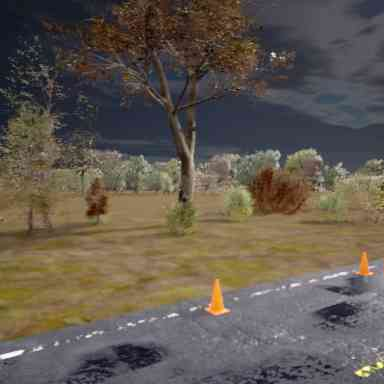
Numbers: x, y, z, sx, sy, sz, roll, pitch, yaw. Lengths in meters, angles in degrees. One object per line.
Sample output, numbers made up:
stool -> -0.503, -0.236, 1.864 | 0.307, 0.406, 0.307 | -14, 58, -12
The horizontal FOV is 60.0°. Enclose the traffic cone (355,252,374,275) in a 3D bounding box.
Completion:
traffic cone -> 4.693, 1.926, 9.052 | 0.340, 0.580, 0.340 | 0, 0, -33

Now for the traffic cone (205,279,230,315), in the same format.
traffic cone -> 0.477, 1.937, 6.252 | 0.340, 0.580, 0.340 | 0, 0, -34
